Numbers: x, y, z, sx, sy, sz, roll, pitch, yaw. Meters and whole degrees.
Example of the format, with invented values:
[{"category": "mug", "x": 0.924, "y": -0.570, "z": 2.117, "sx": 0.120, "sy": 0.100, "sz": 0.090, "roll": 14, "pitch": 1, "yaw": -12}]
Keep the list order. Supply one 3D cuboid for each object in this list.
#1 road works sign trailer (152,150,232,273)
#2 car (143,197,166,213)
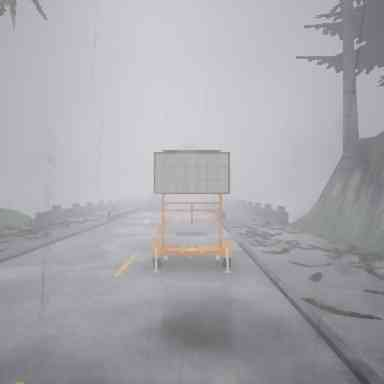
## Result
[{"category": "road works sign trailer", "x": -0.004, "y": 0.464, "z": 10.650, "sx": 2.380, "sy": 3.560, "sz": 2.880, "roll": 0, "pitch": 0, "yaw": 0}, {"category": "car", "x": -4.112, "y": 1.351, "z": 36.769, "sx": 2.097, "sy": 1.767, "sz": 4.553, "roll": 0, "pitch": 0, "yaw": 0}]
